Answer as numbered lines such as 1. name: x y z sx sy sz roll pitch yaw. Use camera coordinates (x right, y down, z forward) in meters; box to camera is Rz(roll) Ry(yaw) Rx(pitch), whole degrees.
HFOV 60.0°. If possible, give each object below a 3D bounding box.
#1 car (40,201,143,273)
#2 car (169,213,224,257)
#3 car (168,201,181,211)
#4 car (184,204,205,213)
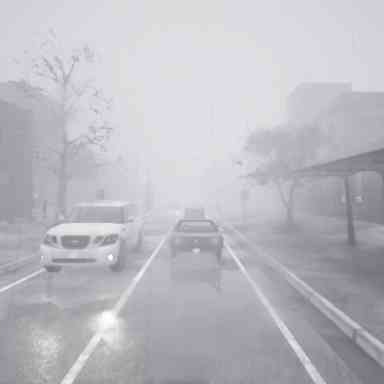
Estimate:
1. car: -3.050 1.327 11.376 2.150 2.045 5.566 0 -1 0
2. car: 0.161 1.739 13.590 1.895 1.301 4.718 0 -1 0
3. car: -2.807 2.217 54.401 2.128 1.511 4.902 0 -1 1
4. car: 0.247 1.887 31.995 1.882 1.535 5.008 0 -1 0
